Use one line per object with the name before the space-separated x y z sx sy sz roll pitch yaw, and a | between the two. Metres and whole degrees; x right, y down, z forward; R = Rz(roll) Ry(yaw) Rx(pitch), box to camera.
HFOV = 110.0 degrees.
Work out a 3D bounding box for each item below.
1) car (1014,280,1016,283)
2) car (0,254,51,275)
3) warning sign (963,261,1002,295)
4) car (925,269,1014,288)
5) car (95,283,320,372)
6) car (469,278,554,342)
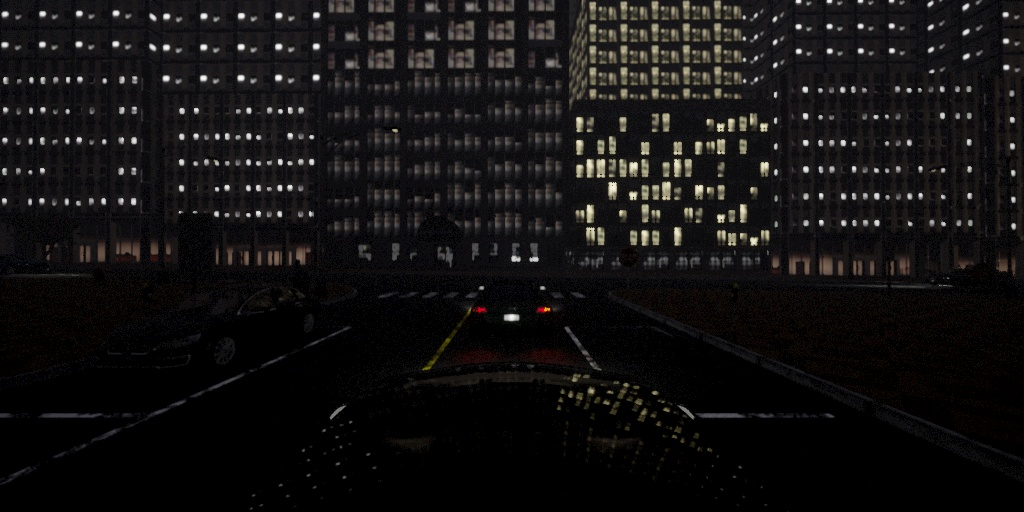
car | 42.263 1.989 32.734 5.357 1.411 2.033 1 0 1
car | -38.045 0.563 27.061 5.008 1.535 1.882 1 0 1
warning sign | 26.594 1.204 20.257 1.060 1.860 1.300 0 0 1
car | 37.212 1.826 29.567 4.902 1.511 2.128 1 0 1
car | -5.820 1.287 7.584 2.007 1.370 4.403 0 0 0
car | 0.002 1.296 9.754 1.994 1.385 4.181 0 0 0
